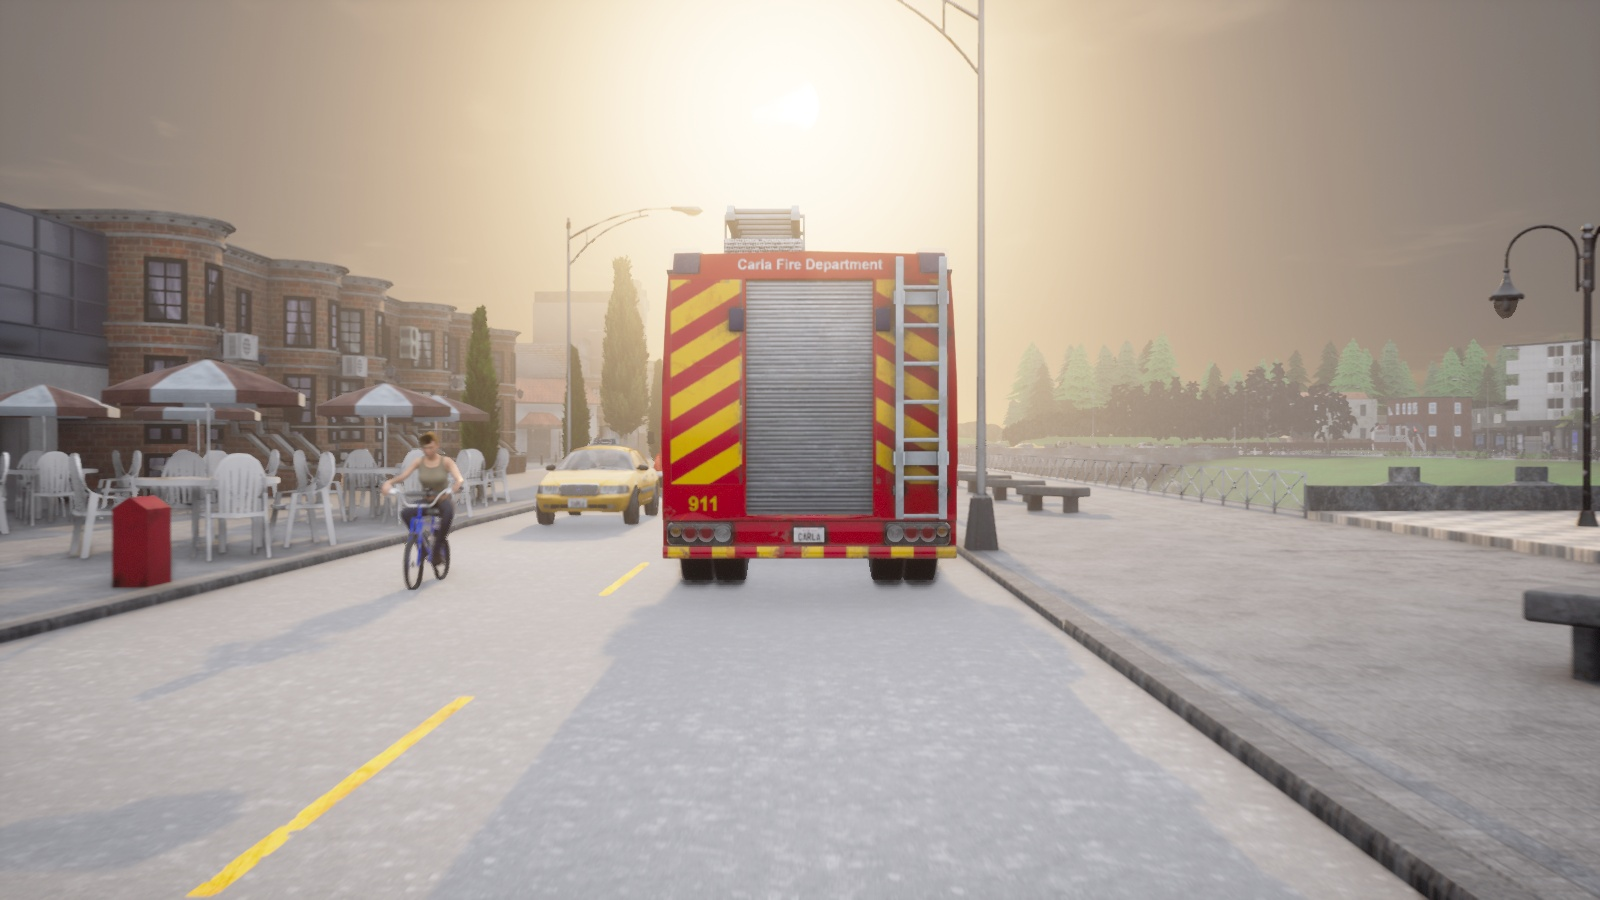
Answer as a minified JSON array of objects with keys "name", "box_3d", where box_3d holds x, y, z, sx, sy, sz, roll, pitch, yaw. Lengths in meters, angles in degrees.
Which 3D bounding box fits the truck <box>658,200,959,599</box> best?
[{"name":"truck","box_3d":[0.107,-0.510,16.295,2.891,3.827,8.468,0,0,0]}]

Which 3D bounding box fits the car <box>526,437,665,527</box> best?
[{"name":"car","box_3d":[-3.848,0.544,24.525,1.801,1.575,5.366,0,0,0]}]

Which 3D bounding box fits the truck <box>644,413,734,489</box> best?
[{"name":"truck","box_3d":[-3.744,0.013,43.300,2.627,2.467,5.204,0,0,0]}]

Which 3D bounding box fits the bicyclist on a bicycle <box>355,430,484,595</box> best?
[{"name":"bicyclist on a bicycle","box_3d":[-3.912,0.606,13.031,0.866,1.612,1.509,0,0,0]}]
